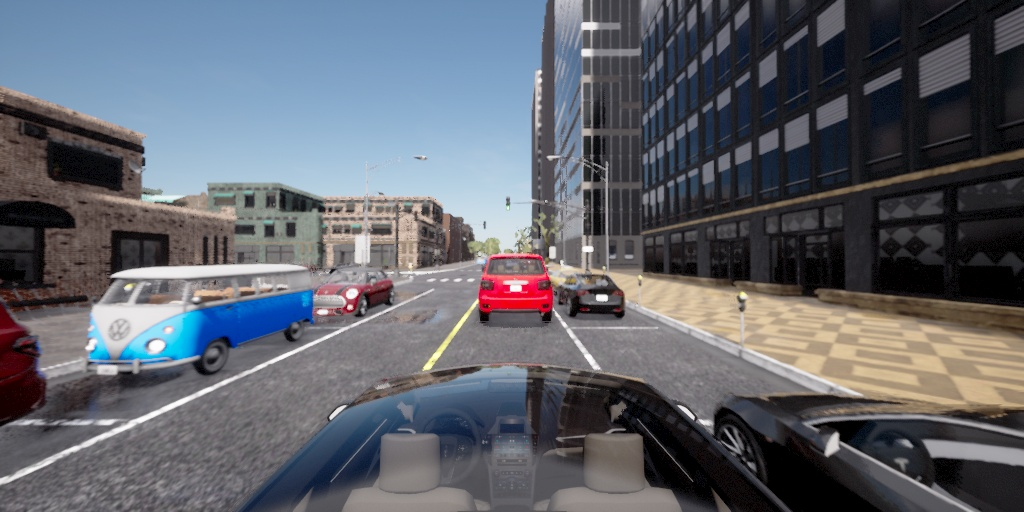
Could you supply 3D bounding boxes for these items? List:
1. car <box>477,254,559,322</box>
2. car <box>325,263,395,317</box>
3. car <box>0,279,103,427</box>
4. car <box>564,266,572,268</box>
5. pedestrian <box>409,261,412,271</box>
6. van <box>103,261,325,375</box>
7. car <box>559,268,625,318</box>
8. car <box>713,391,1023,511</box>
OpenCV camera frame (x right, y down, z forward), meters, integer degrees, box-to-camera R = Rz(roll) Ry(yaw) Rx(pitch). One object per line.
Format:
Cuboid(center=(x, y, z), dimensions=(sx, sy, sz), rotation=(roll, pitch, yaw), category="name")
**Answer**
Cuboid(center=(0.104, 0.938, 12.213), dimensions=(2.150, 2.045, 5.566), rotation=(0, 0, 0), category="car")
Cuboid(center=(-5.686, 1.154, 12.783), dimensions=(1.967, 1.591, 4.097), rotation=(0, 0, 0), category="car")
Cuboid(center=(-5.689, 1.065, 1.495), dimensions=(2.192, 1.841, 5.009), rotation=(0, 0, 0), category="car")
Cuboid(center=(2.834, 1.221, 18.539), dimensions=(1.751, 1.417, 4.829), rotation=(0, 0, 0), category="car")
Cuboid(center=(-12.532, 1.250, 44.310), dimensions=(0.375, 1.300, 0.375), rotation=(0, 0, 1), category="pedestrian")
Cuboid(center=(-5.688, 1.073, 7.138), dimensions=(1.690, 1.789, 3.998), rotation=(0, 0, 0), category="van")
Cuboid(center=(2.661, 1.280, 12.726), dimensions=(1.948, 1.339, 4.313), rotation=(0, 0, 0), category="car")
Cuboid(center=(2.658, 1.317, 1.437), dimensions=(1.948, 1.339, 4.313), rotation=(0, 0, 0), category="car")
